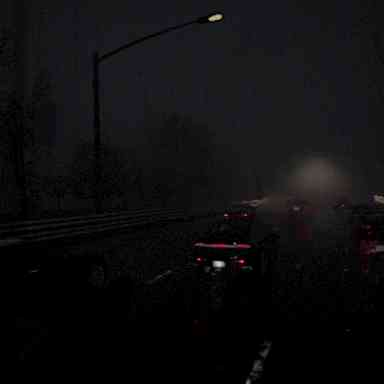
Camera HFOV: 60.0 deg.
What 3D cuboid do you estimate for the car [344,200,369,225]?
[{"bbox_3d":[10.505,1.456,20.259,1.837,1.490,4.892,-2,-1,23],"label":"car"}]

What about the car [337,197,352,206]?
[{"bbox_3d":[24.701,1.521,53.777,2.033,1.411,5.357,-2,-1,26],"label":"car"}]

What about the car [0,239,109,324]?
[{"bbox_3d":[-3.678,1.690,6.852,1.812,1.442,4.674,-2,-1,22],"label":"car"}]

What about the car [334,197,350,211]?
[{"bbox_3d":[18.187,1.540,39.997,1.994,1.385,4.181,-2,-1,26],"label":"car"}]

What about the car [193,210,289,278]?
[{"bbox_3d":[1.583,1.561,10.483,2.128,1.511,4.902,-2,-1,22],"label":"car"}]

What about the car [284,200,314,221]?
[{"bbox_3d":[9.077,1.423,28.061,2.097,1.767,4.553,-2,-1,24],"label":"car"}]

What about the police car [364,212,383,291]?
[{"bbox_3d":[4.442,1.374,5.788,1.930,1.638,5.238,-2,-1,22],"label":"police car"}]

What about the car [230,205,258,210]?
[{"bbox_3d":[3.785,1.691,24.678,1.812,1.442,4.674,-2,0,23],"label":"car"}]

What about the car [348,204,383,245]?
[{"bbox_3d":[8.183,1.476,14.808,1.812,1.442,4.674,-2,-1,23],"label":"car"}]
